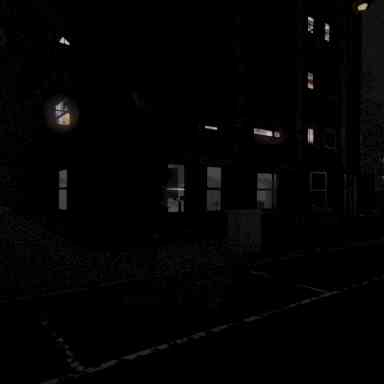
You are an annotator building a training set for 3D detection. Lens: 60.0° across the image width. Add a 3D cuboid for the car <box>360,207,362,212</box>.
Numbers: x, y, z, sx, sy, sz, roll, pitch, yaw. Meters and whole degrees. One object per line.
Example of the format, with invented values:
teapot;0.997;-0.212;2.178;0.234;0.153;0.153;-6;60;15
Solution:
car;13.179;1.254;31.825;2.033;1.411;5.357;0;1;-37
